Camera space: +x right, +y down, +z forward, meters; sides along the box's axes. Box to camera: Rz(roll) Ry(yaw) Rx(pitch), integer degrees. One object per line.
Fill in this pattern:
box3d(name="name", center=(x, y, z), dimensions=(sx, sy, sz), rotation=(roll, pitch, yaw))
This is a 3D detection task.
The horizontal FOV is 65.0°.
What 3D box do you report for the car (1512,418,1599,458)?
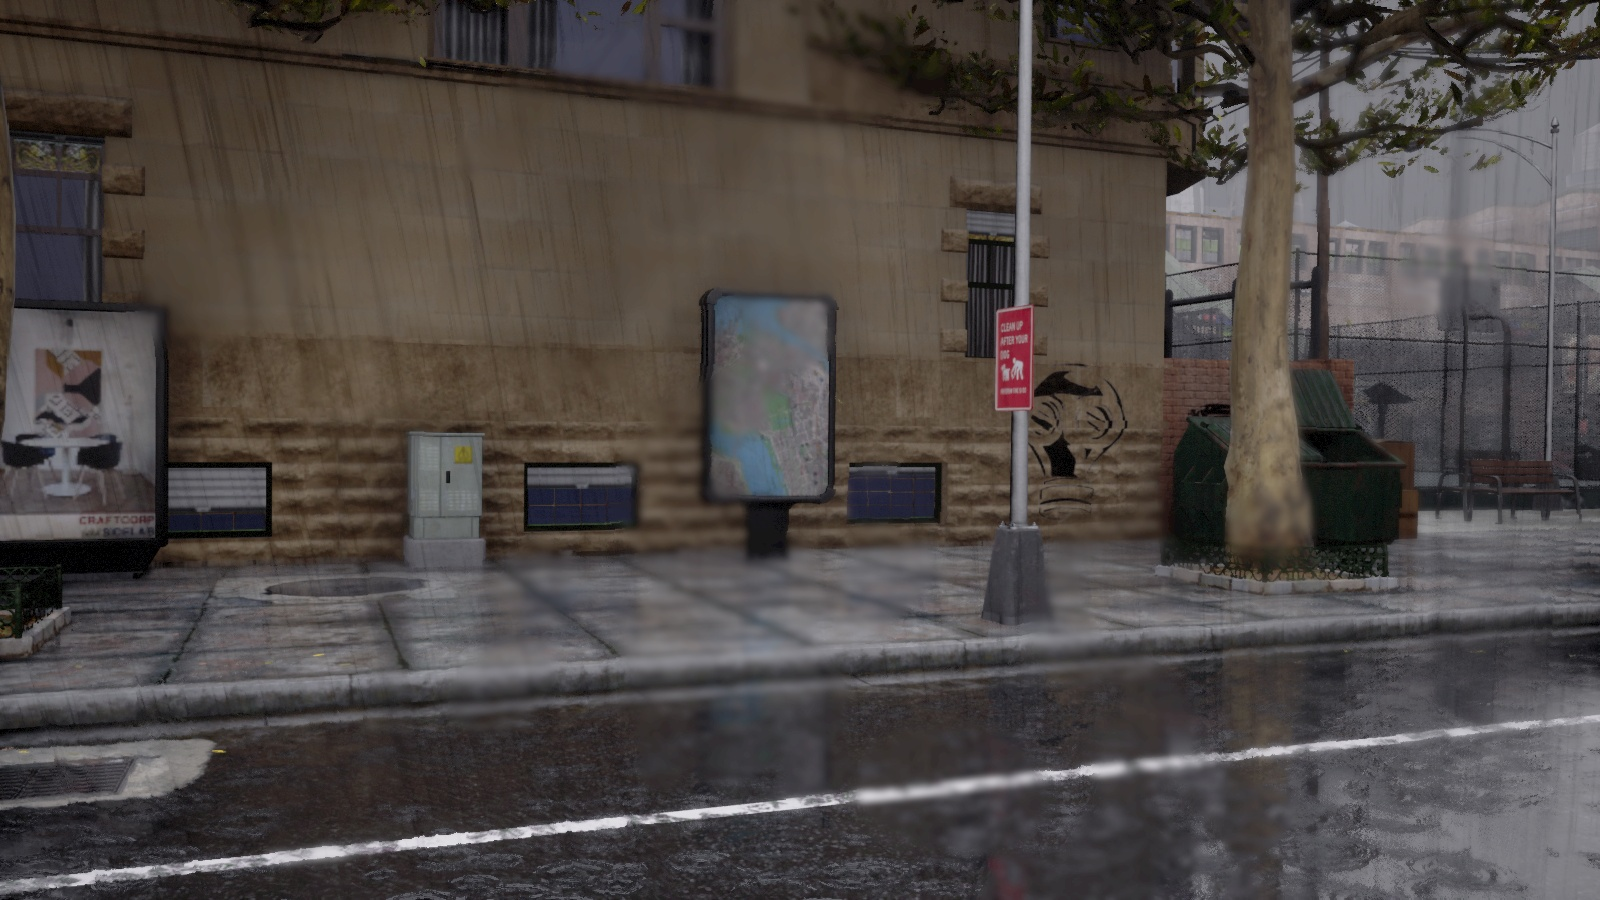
box3d(name="car", center=(32.369, -0.512, 52.794), dimensions=(1.851, 1.617, 3.988), rotation=(-1, 1, -21))
